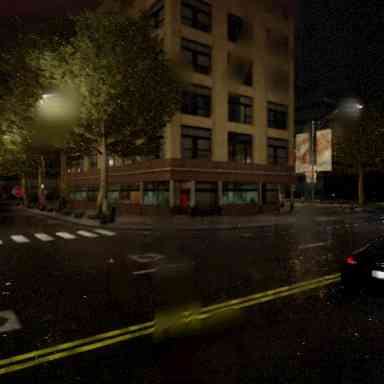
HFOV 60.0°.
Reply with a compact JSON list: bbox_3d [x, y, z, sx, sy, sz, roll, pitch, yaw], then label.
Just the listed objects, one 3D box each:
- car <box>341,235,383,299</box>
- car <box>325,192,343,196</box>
[{"bbox_3d":[5.238,1.550,7.489,4.181,1.385,1.994,0,0,-35],"label":"car"},{"bbox_3d":[35.330,1.200,85.592,2.002,1.452,4.674,0,0,-36],"label":"car"}]
